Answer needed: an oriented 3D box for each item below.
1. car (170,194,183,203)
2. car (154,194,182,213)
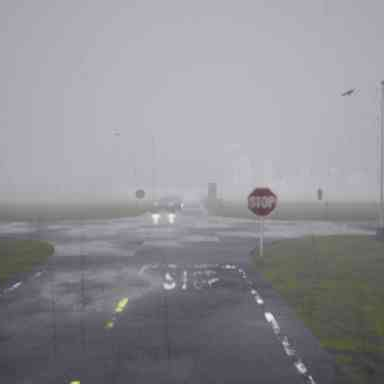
[{"bbox_3d":[-2.766,1.183,60.036,2.128,1.511,4.902,0,0,0],"label":"car"},{"bbox_3d":[-2.444,1.165,34.214,2.097,1.767,4.553,0,0,10],"label":"car"}]
